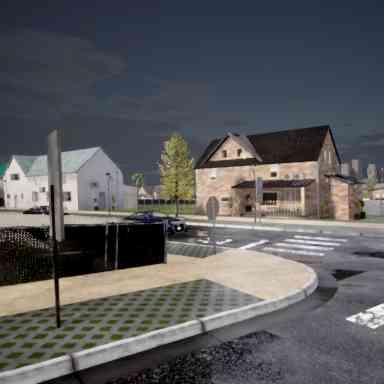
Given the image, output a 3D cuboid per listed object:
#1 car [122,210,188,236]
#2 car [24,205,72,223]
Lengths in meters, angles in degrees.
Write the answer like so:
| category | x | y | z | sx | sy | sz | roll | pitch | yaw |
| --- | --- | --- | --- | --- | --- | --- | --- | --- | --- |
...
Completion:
| category | x | y | z | sx | sy | sz | roll | pitch | yaw |
| --- | --- | --- | --- | --- | --- | --- | --- | --- | --- |
| car | -2.257 | 1.763 | 18.817 | 4.181 | 1.385 | 1.994 | -1 | 2 | 38 |
| car | -11.151 | 1.787 | 25.643 | 4.902 | 1.511 | 2.128 | -1 | 2 | 38 |
